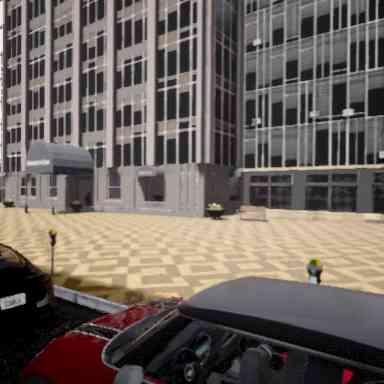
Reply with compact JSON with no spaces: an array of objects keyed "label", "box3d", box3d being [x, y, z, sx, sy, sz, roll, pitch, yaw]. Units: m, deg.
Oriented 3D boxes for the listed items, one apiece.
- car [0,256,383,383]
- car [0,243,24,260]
[{"label":"car","box3d":[0.410,1.439,2.572,4.097,1.590,1.967,0,1,36]},{"label":"car","box3d":[-4.181,1.557,5.851,4.313,1.339,1.947,0,1,36]}]
